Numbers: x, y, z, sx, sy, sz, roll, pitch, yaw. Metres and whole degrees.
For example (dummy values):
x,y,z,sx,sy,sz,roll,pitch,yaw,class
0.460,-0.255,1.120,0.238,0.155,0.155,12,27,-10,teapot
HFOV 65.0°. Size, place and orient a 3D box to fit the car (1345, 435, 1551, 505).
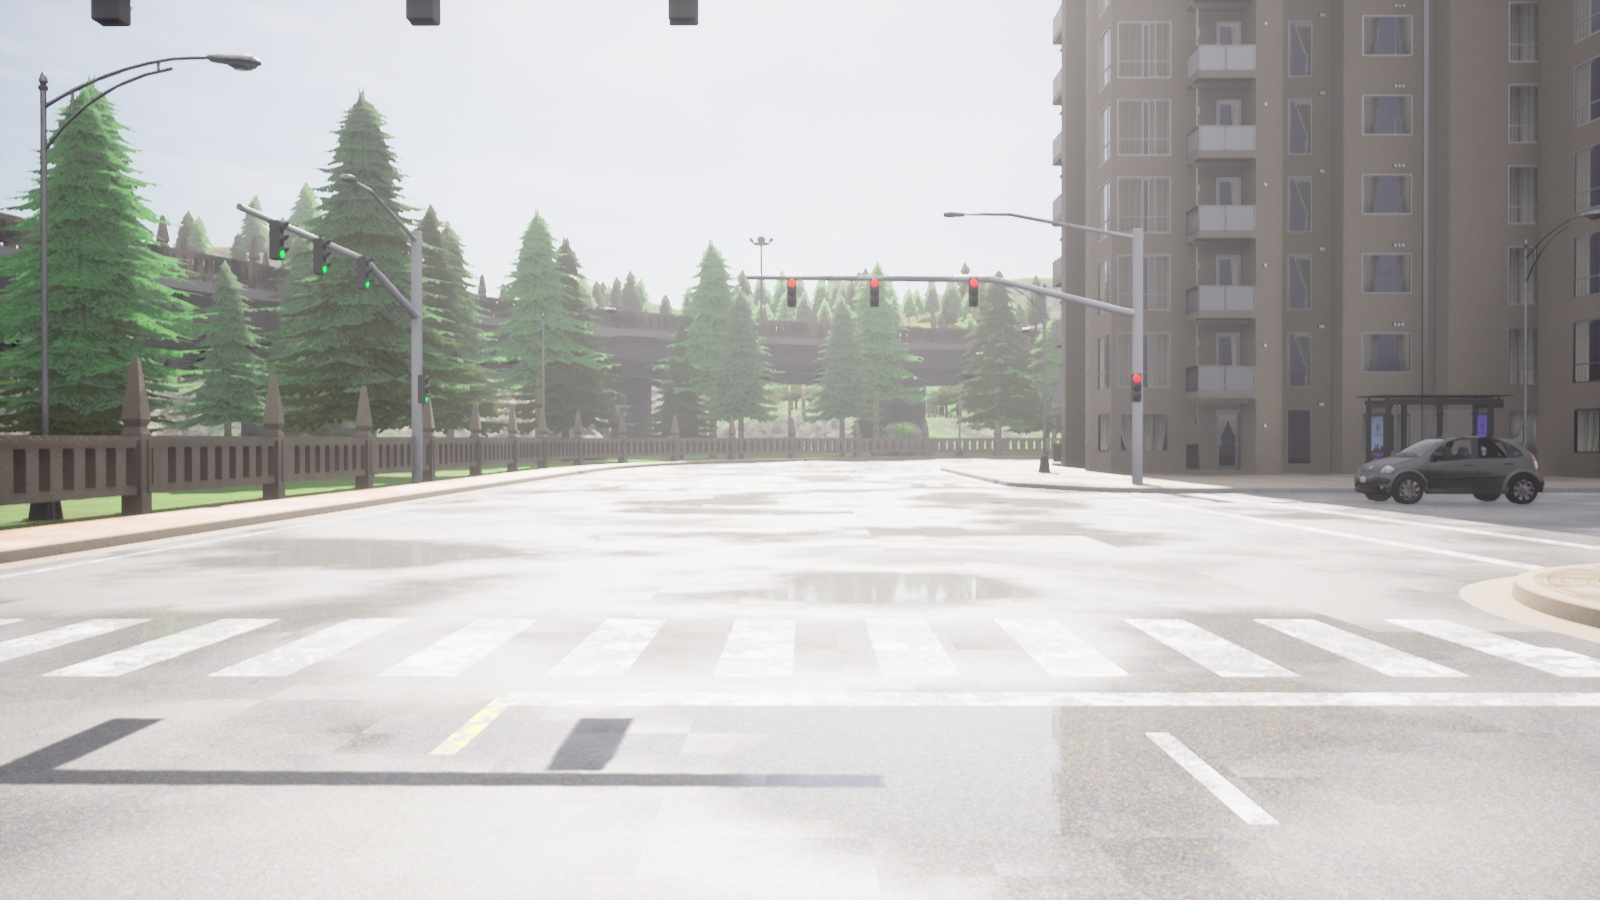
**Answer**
x,y,z,sx,sy,sz,roll,pitch,yaw,class
15.514,0.460,30.213,3.988,1.617,1.851,0,0,0,car
